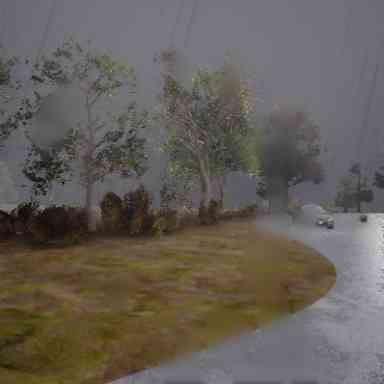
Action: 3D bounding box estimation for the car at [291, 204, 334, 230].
[{"bbox_3d":[8.004,1.629,22.494,1.837,1.490,4.892,0,-1,6],"label":"car"}]
